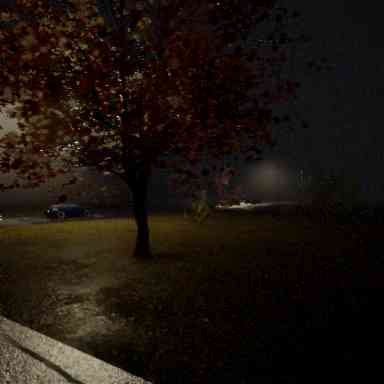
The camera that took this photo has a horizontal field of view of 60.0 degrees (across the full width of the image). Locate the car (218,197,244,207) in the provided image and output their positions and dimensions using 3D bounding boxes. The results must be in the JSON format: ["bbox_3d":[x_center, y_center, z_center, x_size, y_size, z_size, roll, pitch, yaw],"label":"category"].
[{"bbox_3d":[6.434,1.599,55.898,1.882,1.535,5.008,1,0,33],"label":"car"}]

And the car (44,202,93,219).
[{"bbox_3d":[-11.093,1.622,30.004,1.994,1.385,4.181,1,0,35],"label":"car"}]

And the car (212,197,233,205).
[{"bbox_3d":[5.592,1.682,61.158,1.895,1.301,4.718,1,0,32],"label":"car"}]

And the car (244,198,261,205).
[{"bbox_3d":[11.682,1.752,64.296,1.895,1.301,4.718,1,0,31],"label":"car"}]
